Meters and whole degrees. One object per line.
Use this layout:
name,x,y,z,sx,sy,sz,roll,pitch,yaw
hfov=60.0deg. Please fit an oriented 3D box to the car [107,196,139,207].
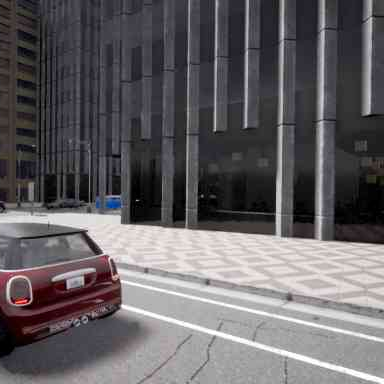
car,-10.176,1.427,49.564,1.812,1.442,4.674,1,1,36

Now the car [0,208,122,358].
car,-3.451,1.349,6.140,4.553,1.767,2.097,0,0,35

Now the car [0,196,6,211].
car,-22.942,1.323,36.421,1.967,1.590,4.097,1,1,36

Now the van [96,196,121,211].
van,-9.659,1.338,40.257,1.690,1.788,3.998,1,1,36

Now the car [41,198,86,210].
car,-15.924,1.460,41.595,2.033,1.411,5.357,1,1,36

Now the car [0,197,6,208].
car,-21.514,1.277,33.773,2.097,1.767,4.553,1,1,35
